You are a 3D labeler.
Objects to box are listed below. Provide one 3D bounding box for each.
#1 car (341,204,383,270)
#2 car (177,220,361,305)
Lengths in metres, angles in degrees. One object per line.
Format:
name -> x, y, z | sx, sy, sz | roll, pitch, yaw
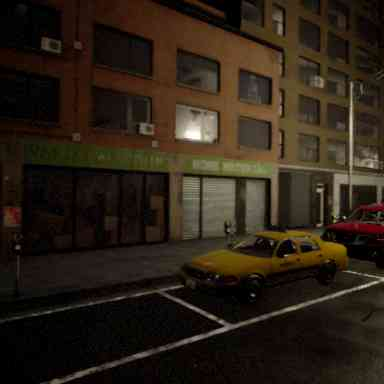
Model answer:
car -> 6.555, 1.376, 11.428 | 5.009, 1.841, 2.192 | 0, 0, -35
car -> 1.943, 1.557, 8.141 | 4.829, 1.417, 1.752 | 0, 0, -35
